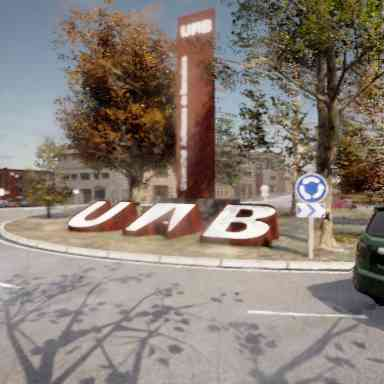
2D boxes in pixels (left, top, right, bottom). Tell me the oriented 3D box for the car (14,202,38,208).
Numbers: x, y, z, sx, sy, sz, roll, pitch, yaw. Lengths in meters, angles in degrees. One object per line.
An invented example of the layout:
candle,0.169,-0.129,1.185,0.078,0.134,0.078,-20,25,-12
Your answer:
car,-31.131,2.444,63.086,4.674,1.452,2.002,-4,-4,36

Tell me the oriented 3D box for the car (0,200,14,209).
car,-35.601,2.730,66.271,4.792,1.488,2.163,-4,-2,36

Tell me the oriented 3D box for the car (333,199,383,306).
car,5.591,1.204,6.274,5.566,2.045,2.150,0,0,-25

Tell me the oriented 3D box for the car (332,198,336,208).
car,17.669,1.401,40.527,1.994,1.385,4.181,0,0,-44
